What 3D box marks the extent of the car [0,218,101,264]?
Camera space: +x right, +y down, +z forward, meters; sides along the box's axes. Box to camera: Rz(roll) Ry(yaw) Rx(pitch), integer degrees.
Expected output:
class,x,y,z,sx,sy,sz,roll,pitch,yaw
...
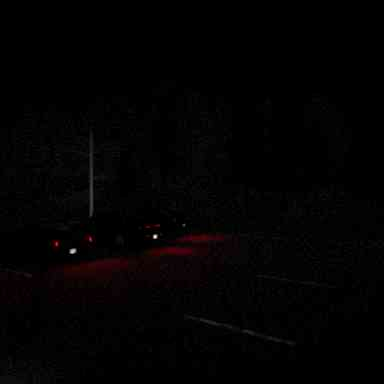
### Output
class,x,y,z,sx,sy,sz,roll,pitch,yaw
car,-5.782,1.689,12.315,4.718,1.301,1.895,-1,0,35

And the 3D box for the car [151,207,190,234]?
class,x,y,z,sx,sy,sz,roll,pitch,yaw
car,-2.450,1.573,18.512,5.008,1.535,1.882,-1,0,35

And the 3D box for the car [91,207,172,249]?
class,x,y,z,sx,sy,sz,roll,pitch,yaw
car,-3.500,1.591,14.986,4.892,1.490,1.837,-1,0,35
